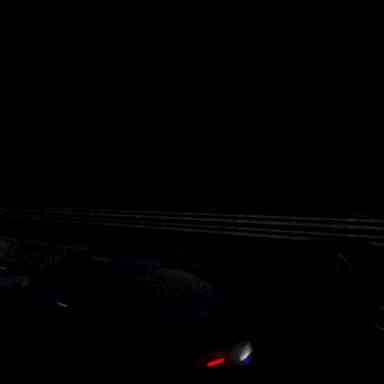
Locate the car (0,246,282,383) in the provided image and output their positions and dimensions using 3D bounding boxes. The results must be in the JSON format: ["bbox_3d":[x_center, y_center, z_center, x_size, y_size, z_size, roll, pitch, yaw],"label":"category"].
[{"bbox_3d":[-1.300,1.550,4.919,4.674,1.442,1.812,0,0,35],"label":"car"}]

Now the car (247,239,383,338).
[{"bbox_3d":[2.363,1.613,6.604,4.718,1.301,1.895,0,0,35],"label":"car"}]
